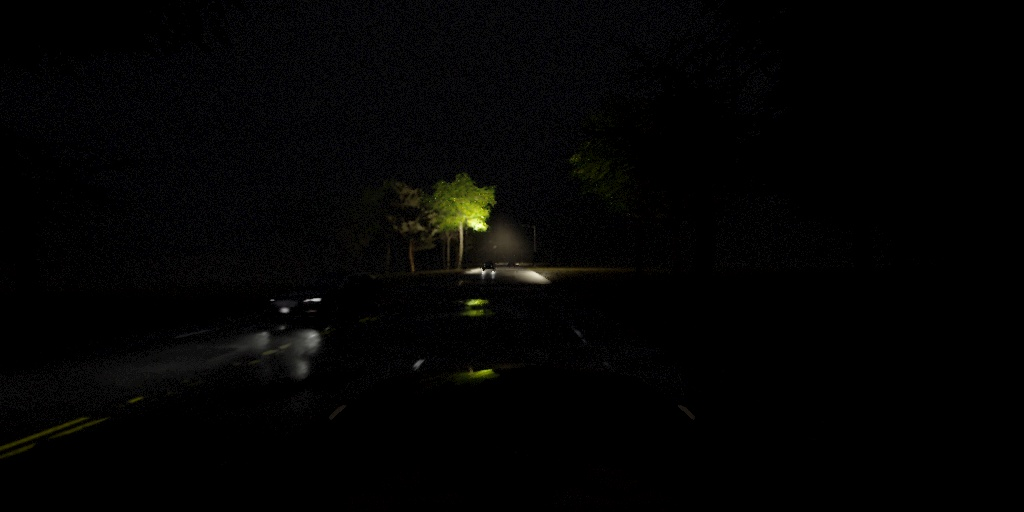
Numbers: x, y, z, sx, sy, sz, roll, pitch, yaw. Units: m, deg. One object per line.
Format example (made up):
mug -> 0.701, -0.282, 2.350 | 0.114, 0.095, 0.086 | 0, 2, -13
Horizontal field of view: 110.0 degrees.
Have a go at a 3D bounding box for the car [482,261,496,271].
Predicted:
car -> -3.520, 1.487, 55.134 | 1.837, 1.490, 4.892 | 0, -1, 0

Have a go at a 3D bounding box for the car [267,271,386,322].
car -> -6.202, 1.286, 12.607 | 2.128, 1.511, 4.902 | 0, 0, 6
